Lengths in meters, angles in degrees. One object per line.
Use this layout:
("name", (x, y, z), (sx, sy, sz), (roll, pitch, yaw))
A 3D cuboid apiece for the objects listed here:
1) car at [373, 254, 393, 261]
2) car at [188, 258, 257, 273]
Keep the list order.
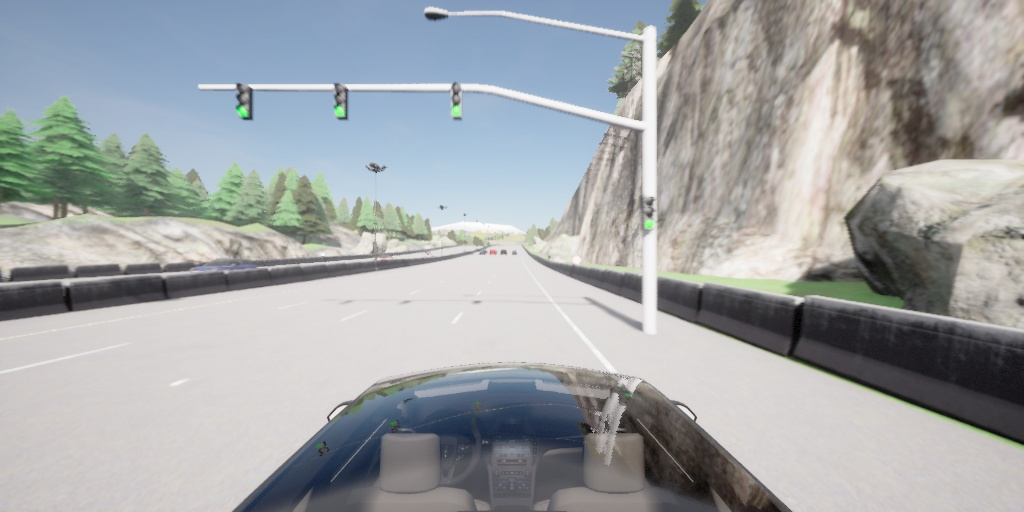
("car", (-20.665, 0.604, 57.589), (2.097, 1.767, 4.553), (0, 1, 0))
("car", (-20.920, 0.977, 26.097), (2.097, 1.767, 4.553), (0, 0, 0))
